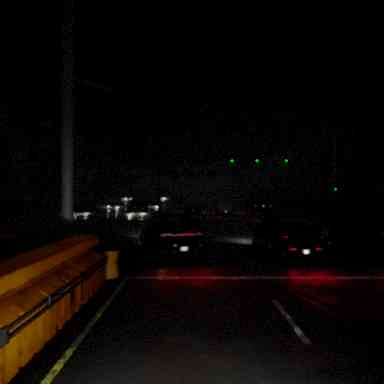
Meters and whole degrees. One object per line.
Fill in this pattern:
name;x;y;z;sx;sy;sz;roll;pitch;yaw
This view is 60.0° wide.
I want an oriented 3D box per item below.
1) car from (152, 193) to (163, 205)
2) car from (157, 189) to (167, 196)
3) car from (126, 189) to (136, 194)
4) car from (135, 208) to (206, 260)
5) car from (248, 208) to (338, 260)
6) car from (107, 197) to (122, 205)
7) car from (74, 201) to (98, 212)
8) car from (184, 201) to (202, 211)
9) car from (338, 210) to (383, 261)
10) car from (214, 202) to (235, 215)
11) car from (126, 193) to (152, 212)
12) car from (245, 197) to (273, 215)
car;-7.019;1.529;60.967;1.882;1.535;5.008;0;3;1
car;-6.909;0.120;76.448;1.994;1.385;4.181;0;6;0
car;-13.911;0.165;76.005;1.837;1.490;4.892;0;6;0
car;-0.860;1.600;12.952;2.128;1.511;4.902;0;0;-15
car;3.593;1.613;12.871;1.837;1.490;4.892;0;0;0
car;-14.020;1.598;60.614;1.812;1.442;4.674;0;3;1
car;-14.093;1.904;44.525;2.033;1.411;5.357;0;0;0
car;0.093;1.788;38.179;1.882;1.535;5.008;0;0;0
car;7.092;1.457;12.807;2.097;1.767;4.553;0;-1;0
car;3.581;1.832;37.661;1.812;1.442;4.674;0;0;0
car;-7.089;1.574;44.396;2.150;2.045;5.566;0;0;0
car;7.094;1.514;35.710;2.150;2.045;5.566;0;0;0
